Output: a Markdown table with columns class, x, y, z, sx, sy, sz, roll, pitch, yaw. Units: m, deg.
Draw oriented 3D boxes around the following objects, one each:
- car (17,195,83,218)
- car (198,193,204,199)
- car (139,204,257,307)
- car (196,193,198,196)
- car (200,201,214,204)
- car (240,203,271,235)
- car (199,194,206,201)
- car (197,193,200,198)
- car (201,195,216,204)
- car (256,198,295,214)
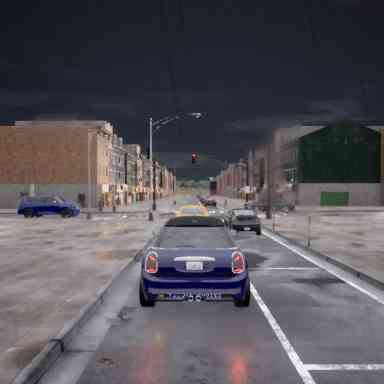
| class | x | y | z | sx | sy | sz | roll | pitch | yaw |
| --- | --- | --- | --- | --- | --- | --- | --- | --- | --- |
| car | -12.856 | 1.335 | 30.275 | 5.566 | 2.045 | 2.150 | 0 | 1 | 0 |
| car | 2.820 | 1.556 | 72.863 | 1.887 | 1.381 | 4.507 | -1 | 0 | 0 |
| car | 0.069 | 1.349 | 8.122 | 2.097 | 1.767 | 4.553 | 0 | 0 | 1 |
| car | 2.880 | 1.571 | 94.993 | 2.008 | 1.369 | 4.403 | -1 | 0 | 0 |
| car | 0.067 | 1.473 | 17.997 | 1.882 | 1.535 | 5.008 | 0 | 0 | 1 |
| car | 2.672 | 1.546 | 18.288 | 2.008 | 1.369 | 4.403 | -1 | 0 | 0 |
| car | 2.790 | 1.589 | 61.798 | 1.802 | 1.307 | 4.206 | -1 | 0 | 0 |
| car | 2.832 | 1.453 | 78.396 | 1.967 | 1.590 | 4.097 | -1 | 0 | 0 |
| car | 2.760 | 1.547 | 50.733 | 1.887 | 1.381 | 4.507 | -1 | 0 | 0 |
| car | 7.890 | 1.414 | 33.653 | 4.892 | 1.490 | 1.837 | 0 | 2 | 8 |
